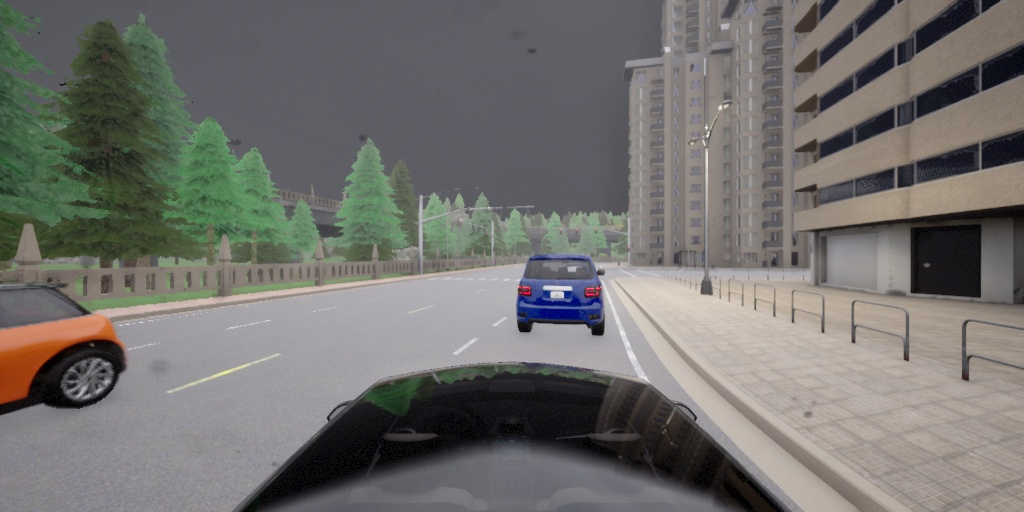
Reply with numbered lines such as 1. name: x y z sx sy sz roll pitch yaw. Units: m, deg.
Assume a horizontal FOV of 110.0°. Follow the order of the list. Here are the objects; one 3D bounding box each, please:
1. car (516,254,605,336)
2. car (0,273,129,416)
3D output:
1. car: 1.558 0.969 10.689 2.150 2.045 5.566 0 0 12
2. car: -6.753 1.100 3.227 2.097 1.767 4.553 0 0 5
